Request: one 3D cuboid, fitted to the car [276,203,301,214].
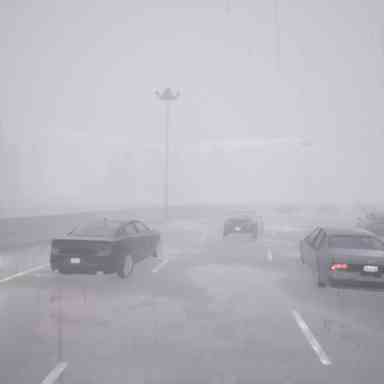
[{"bbox_3d":[12.614,2.107,43.522,1.812,1.442,4.674,0,-1,40],"label":"car"}]

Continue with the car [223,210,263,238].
[{"bbox_3d":[3.022,1.746,19.219,1.812,1.442,4.674,0,-1,17],"label":"car"}]

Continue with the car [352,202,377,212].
[{"bbox_3d":[23.815,2.113,45.544,4.553,1.767,2.097,1,-1,-44],"label":"car"}]

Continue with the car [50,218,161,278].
[{"bbox_3d":[-2.381,1.541,10.484,1.882,1.535,5.008,0,-1,10],"label":"car"}]

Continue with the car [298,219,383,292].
[{"bbox_3d":[4.260,1.697,9.475,2.033,1.411,5.357,1,-1,11],"label":"car"}]

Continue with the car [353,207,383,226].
[{"bbox_3d":[10.395,1.823,18.328,1.837,1.490,4.892,-1,-1,19],"label":"car"}]

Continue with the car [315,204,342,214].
[{"bbox_3d":[18.754,2.288,45.467,4.718,1.301,1.895,1,-1,-45],"label":"car"}]
